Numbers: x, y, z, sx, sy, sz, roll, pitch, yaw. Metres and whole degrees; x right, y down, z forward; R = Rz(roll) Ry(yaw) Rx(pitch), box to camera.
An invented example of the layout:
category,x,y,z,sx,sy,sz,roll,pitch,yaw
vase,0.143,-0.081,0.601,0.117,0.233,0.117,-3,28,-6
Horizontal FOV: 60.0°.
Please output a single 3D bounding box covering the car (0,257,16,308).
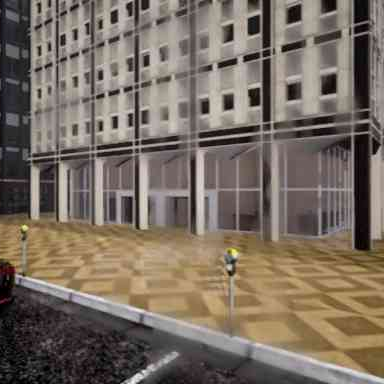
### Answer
category,x,y,z,sx,sy,sz,roll,pitch,yaw
car,-5.165,1.551,6.564,4.313,1.339,1.947,0,0,36
